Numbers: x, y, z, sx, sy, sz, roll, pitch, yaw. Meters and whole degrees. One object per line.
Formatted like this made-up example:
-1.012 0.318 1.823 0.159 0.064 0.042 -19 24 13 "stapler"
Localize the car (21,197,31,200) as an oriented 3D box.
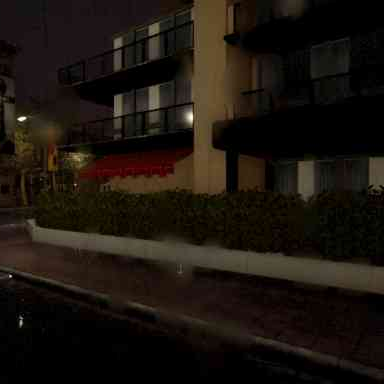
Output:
-35.611 1.481 67.681 4.892 1.521 2.231 0 0 36 "car"
